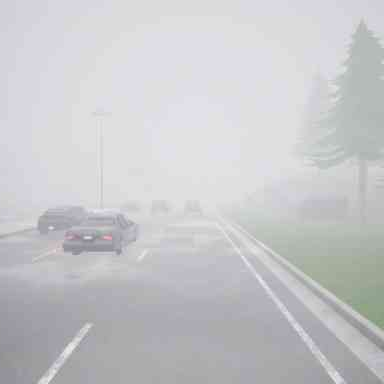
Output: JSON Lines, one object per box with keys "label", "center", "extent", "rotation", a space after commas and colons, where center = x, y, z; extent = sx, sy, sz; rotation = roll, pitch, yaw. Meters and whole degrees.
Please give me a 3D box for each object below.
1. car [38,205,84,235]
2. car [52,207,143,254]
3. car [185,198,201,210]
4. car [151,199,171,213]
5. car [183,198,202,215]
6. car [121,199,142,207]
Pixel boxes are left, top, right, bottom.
{"label": "car", "center": [-6.898, 1.505, 18.737], "extent": [1.837, 1.490, 4.892], "rotation": [0, 0, 0]}
{"label": "car", "center": [-3.398, 1.547, 13.366], "extent": [2.033, 1.411, 5.357], "rotation": [0, 0, 0]}
{"label": "car", "center": [0.140, 1.547, 44.513], "extent": [2.033, 1.411, 5.357], "rotation": [0, 0, 1]}
{"label": "car", "center": [-3.397, 1.504, 36.489], "extent": [1.837, 1.490, 4.892], "rotation": [0, 0, 0]}
{"label": "car", "center": [0.097, 1.547, 34.438], "extent": [2.033, 1.411, 5.357], "rotation": [0, 0, 0]}
{"label": "car", "center": [-6.892, 1.526, 37.870], "extent": [1.812, 1.442, 4.674], "rotation": [0, 0, 0]}
